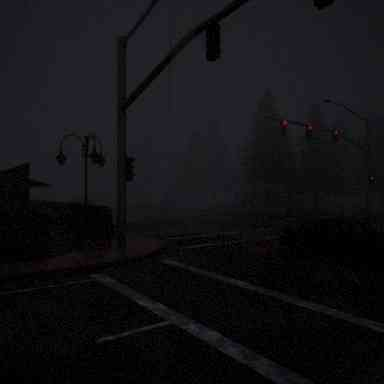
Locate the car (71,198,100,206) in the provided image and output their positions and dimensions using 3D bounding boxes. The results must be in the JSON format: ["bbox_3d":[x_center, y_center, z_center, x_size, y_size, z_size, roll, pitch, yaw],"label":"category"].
[{"bbox_3d":[-9.967,1.348,31.185,2.097,1.767,4.553,0,0,-37],"label":"car"}]

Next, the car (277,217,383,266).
[{"bbox_3d":[5.306,1.547,10.719,2.033,1.411,5.357,0,0,-35],"label":"car"}]
